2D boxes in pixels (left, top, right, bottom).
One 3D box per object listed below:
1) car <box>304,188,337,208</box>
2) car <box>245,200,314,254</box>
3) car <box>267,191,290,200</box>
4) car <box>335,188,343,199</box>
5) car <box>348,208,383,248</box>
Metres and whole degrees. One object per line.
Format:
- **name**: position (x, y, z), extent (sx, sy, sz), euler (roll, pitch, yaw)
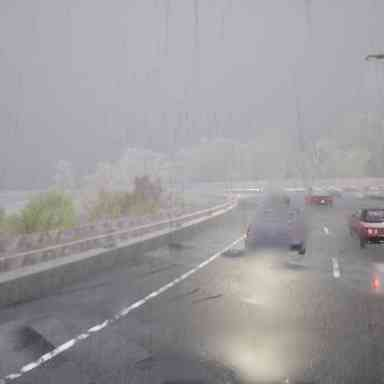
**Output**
- **car**: position (12.110, 0.639, 32.074), extent (1.882, 1.535, 5.008), euler (-1, 1, 10)
- **car**: position (3.268, 1.256, 12.201), extent (2.033, 1.411, 5.357), euler (-1, 1, 21)
- **car**: position (8.834, 0.697, 33.885), extent (1.837, 1.490, 4.892), euler (-1, 1, 9)
- **car**: position (21.023, 0.192, 49.069), extent (1.812, 1.442, 4.674), euler (-1, 1, 21)
- **car**: position (7.039, 1.230, 12.432), extent (1.895, 1.301, 4.718), euler (-1, 1, 20)
